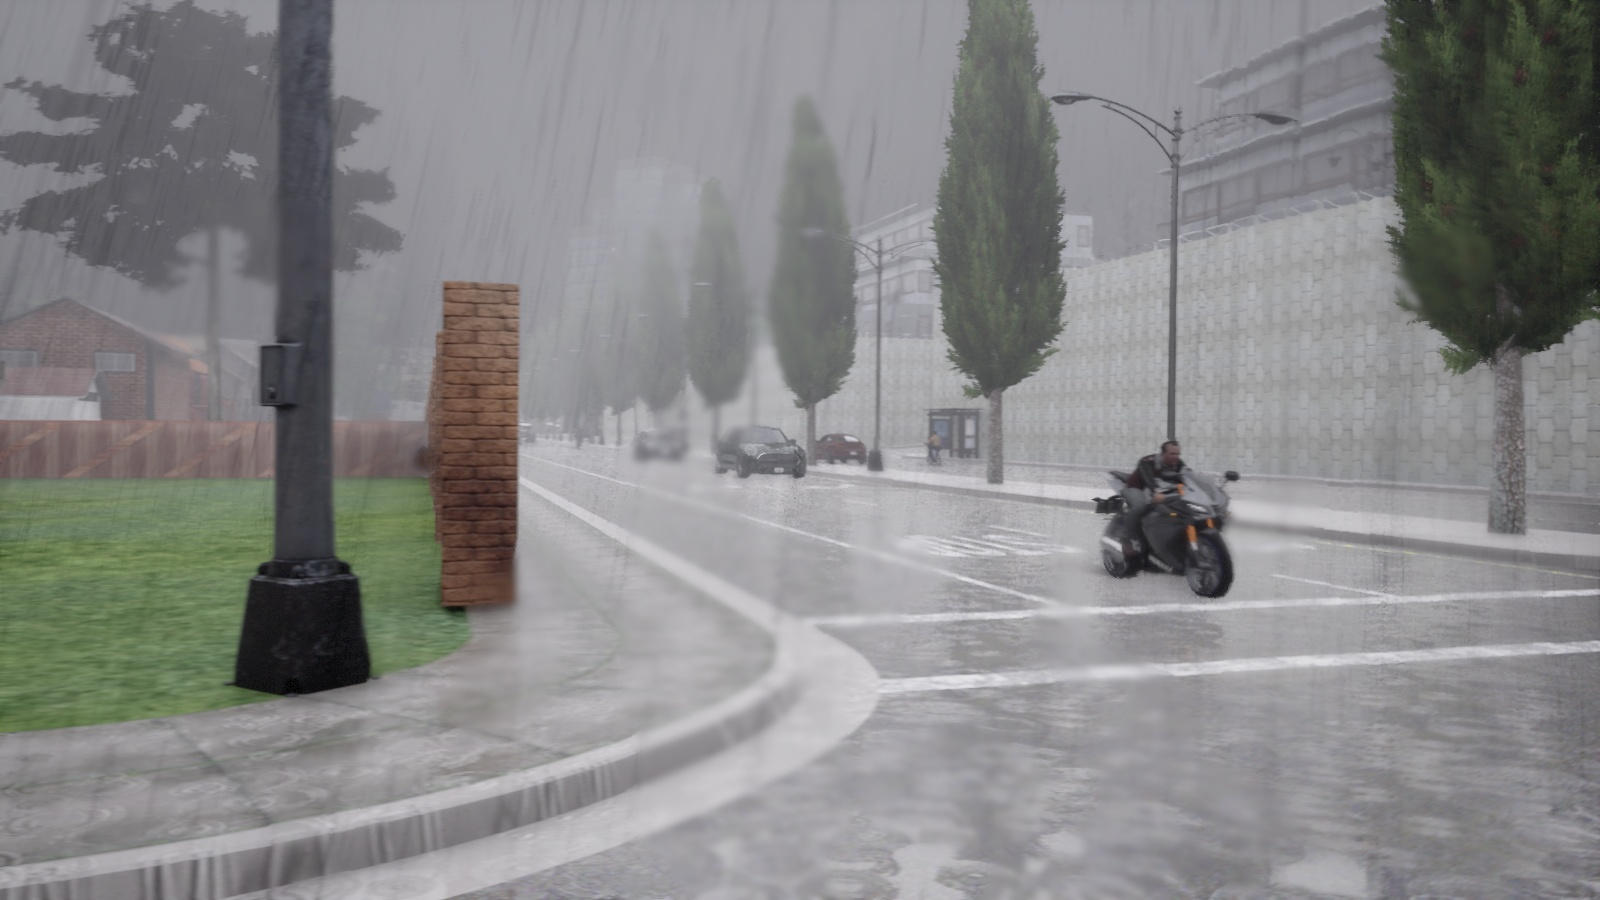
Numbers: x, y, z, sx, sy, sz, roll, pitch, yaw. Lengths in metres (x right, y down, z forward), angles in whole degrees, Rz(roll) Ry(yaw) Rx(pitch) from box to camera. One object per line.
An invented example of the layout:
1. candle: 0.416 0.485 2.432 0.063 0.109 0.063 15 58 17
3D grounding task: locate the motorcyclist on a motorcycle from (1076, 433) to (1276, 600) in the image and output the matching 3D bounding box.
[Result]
1. motorcyclist on a motorcycle: 3.730 0.597 12.697 0.866 1.530 2.191 -1 1 -17

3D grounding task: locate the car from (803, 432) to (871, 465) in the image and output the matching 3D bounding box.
1. car: 1.687 -0.104 59.339 1.812 1.442 4.674 -1 1 -17

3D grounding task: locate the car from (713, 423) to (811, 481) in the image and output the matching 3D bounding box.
1. car: -1.324 0.034 41.601 2.097 1.767 4.553 -1 1 -17

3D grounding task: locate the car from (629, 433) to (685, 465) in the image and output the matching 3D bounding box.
1. car: -6.860 -0.078 59.974 1.970 1.475 3.806 -1 1 -17
